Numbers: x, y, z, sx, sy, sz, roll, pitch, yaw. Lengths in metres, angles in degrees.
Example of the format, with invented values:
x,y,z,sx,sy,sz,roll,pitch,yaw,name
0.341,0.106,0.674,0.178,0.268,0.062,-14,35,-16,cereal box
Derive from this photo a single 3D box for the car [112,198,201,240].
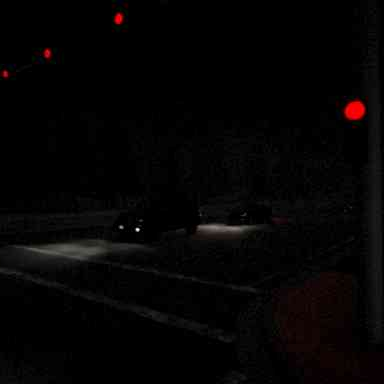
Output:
x,y,z,sx,sy,sz,roll,pitch,yaw,name
-1.739,1.364,18.388,2.150,2.045,5.566,-1,-1,38,car

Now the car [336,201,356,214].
x,y,z,sx,sy,sz,roll,pitch,yaw,name
17.362,1.683,36.484,1.895,1.301,4.718,-1,0,38,car

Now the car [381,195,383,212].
x,y,z,sx,sy,sz,roll,pitch,yaw,name
18.675,1.266,32.516,2.150,2.045,5.566,-1,-1,39,car

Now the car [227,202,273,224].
x,y,z,sx,sy,sz,roll,pitch,yaw,name
4.637,1.614,26.394,1.882,1.535,5.008,-1,-1,39,car
